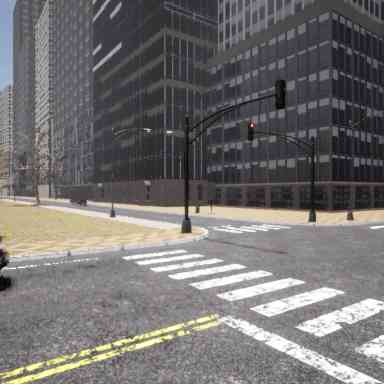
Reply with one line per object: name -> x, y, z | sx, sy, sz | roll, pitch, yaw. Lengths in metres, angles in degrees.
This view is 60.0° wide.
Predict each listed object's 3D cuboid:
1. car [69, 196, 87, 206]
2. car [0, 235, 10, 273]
car -> -19.091, 1.506, 55.741 | 1.837, 1.490, 4.892 | 0, 0, -35
car -> -6.608, 1.492, 6.963 | 4.902, 1.511, 2.128 | 0, 0, -35
